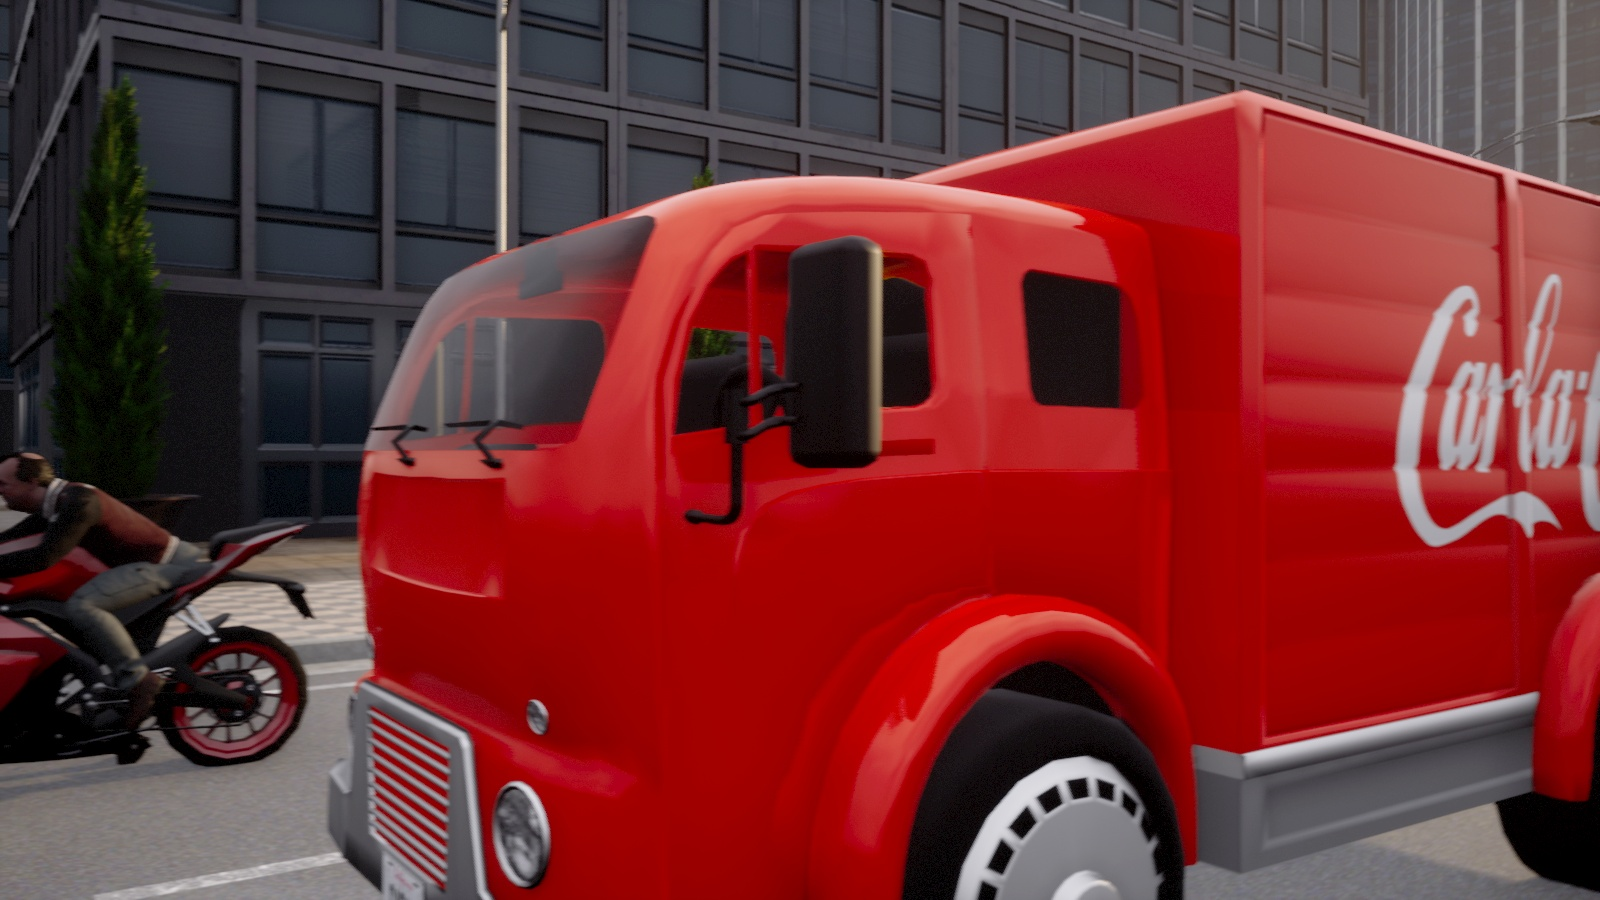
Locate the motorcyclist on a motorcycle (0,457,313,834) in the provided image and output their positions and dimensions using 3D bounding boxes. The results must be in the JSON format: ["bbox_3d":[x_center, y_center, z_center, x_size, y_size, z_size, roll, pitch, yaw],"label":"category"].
[{"bbox_3d":[-3.408,0.801,5.553,2.191,1.530,0.866,0,0,-35],"label":"motorcyclist on a motorcycle"}]

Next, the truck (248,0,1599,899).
[{"bbox_3d":[1.110,0.267,4.465,5.204,2.467,2.627,0,0,-35],"label":"truck"}]
